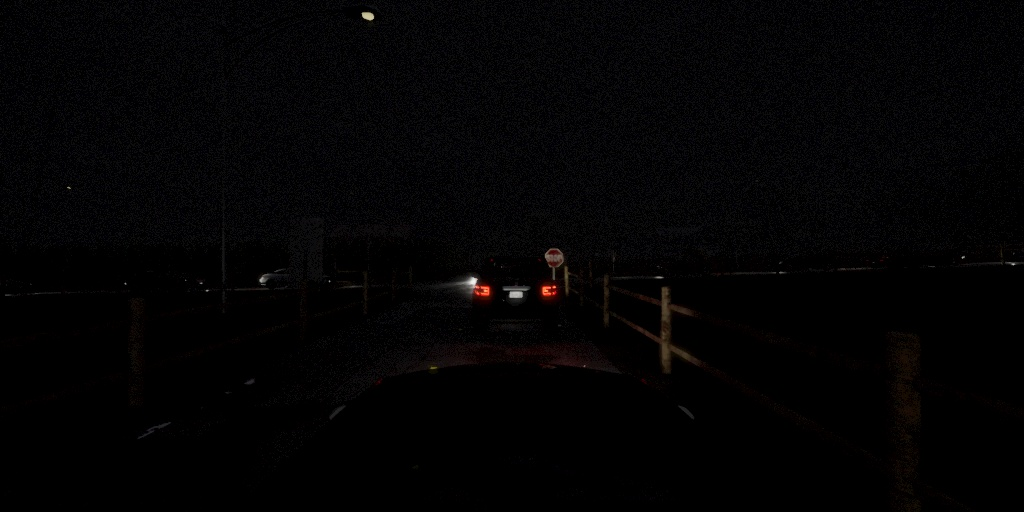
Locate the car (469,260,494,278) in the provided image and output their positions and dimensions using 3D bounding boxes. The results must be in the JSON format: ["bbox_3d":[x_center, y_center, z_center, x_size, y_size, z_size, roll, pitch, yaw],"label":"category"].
[{"bbox_3d":[-2.929,1.238,35.730,2.128,1.511,4.902,0,0,0],"label":"car"}]

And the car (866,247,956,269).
[{"bbox_3d":[28.410,0.150,25.897,4.674,1.442,1.812,-2,-2,0],"label":"car"}]

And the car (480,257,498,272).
[{"bbox_3d":[-2.946,1.074,47.070,2.097,1.767,4.553,0,0,0],"label":"car"}]

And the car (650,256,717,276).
[{"bbox_3d":[13.674,0.776,28.776,5.008,1.535,1.882,-2,-2,-1],"label":"car"}]

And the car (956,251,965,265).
[{"bbox_3d":[33.221,0.038,28.853,4.902,1.511,2.128,-2,-2,0],"label":"car"}]

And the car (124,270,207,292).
[{"bbox_3d":[-24.773,1.754,25.743,4.902,1.511,2.128,-1,-2,0],"label":"car"}]

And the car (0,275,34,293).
[{"bbox_3d":[-37.455,2.042,25.721,4.674,1.442,1.812,-1,-2,0],"label":"car"}]

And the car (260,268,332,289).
[{"bbox_3d":[-15.444,1.589,25.763,4.674,1.442,1.812,-1,-2,0],"label":"car"}]

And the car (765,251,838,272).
[{"bbox_3d":[23.152,0.415,28.829,5.008,1.535,1.882,-2,-2,0],"label":"car"}]

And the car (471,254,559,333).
[{"bbox_3d":[0.060,0.975,10.857,2.150,2.045,5.566,0,0,-1],"label":"car"}]

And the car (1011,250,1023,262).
[{"bbox_3d":[43.376,-0.328,28.847,4.674,1.442,1.812,-2,-2,0],"label":"car"}]
